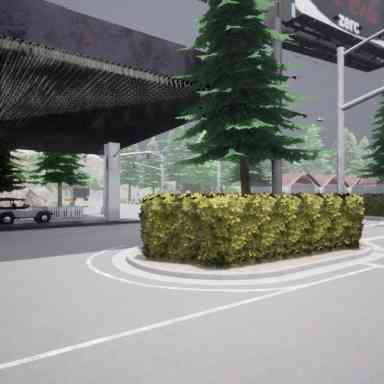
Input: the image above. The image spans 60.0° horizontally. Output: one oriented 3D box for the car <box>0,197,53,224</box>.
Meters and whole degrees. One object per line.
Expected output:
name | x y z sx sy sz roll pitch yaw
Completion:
car | -11.996 1.313 23.467 3.866 1.878 1.905 0 0 -36
